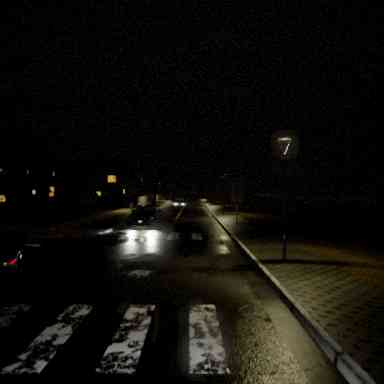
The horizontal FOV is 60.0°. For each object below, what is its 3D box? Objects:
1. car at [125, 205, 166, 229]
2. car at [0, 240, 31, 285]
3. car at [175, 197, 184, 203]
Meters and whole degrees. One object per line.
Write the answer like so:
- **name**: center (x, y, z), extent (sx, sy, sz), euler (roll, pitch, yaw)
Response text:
- **car**: center (-2.879, 1.560, 21.504), extent (1.994, 1.385, 4.181), euler (0, 0, 5)
- **car**: center (-6.507, 1.370, 7.257), extent (5.357, 1.411, 2.033), euler (5, 0, -17)
- **car**: center (-2.553, 1.584, 68.353), extent (1.895, 1.301, 4.718), euler (0, 0, 0)
